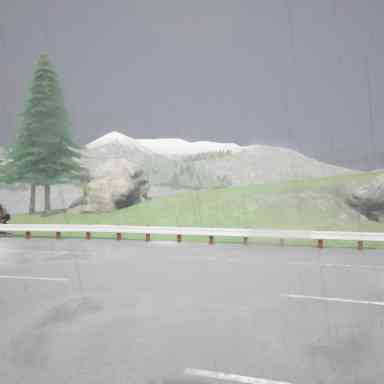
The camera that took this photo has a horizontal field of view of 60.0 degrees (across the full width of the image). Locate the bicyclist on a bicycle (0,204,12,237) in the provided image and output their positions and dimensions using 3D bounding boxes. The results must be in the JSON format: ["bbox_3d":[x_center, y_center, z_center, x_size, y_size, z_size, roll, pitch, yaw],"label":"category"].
[{"bbox_3d":[-9.208,1.426,16.101,0.582,1.620,1.656,0,-5,6],"label":"bicyclist on a bicycle"}]
